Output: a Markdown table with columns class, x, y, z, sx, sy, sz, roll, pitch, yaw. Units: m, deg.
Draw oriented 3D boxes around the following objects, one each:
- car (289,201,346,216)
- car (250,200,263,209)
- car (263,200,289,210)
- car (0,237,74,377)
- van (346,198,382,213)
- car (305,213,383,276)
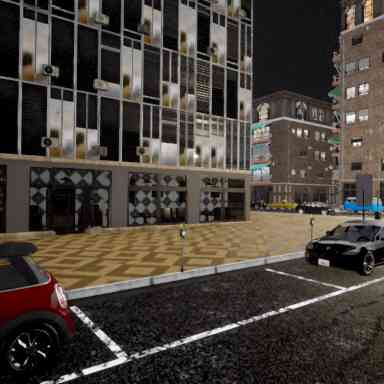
| class | x | y | z | sx | sy | sz | roll | pitch | yaw |
| --- | --- | --- | --- | --- | --- | --- | --- | --- | --- |
| car | 12.253 | 1.620 | 32.662 | 2.008 | 1.369 | 4.403 | 0 | -1 | -35 |
| car | 9.654 | 1.864 | 51.114 | 1.947 | 1.339 | 4.313 | 0 | -1 | -35 |
| car | 12.719 | 1.787 | 46.694 | 1.752 | 1.417 | 4.829 | 0 | -1 | -35 |
| car | -3.682 | 1.440 | 3.922 | 4.097 | 1.590 | 1.967 | 0 | 1 | -35 |
| van | 19.143 | 1.525 | 37.437 | 1.690 | 1.788 | 3.998 | 0 | -1 | -35 |
| car | 5.398 | 1.567 | 10.392 | 4.313 | 1.339 | 1.947 | 0 | 1 | -35 |
